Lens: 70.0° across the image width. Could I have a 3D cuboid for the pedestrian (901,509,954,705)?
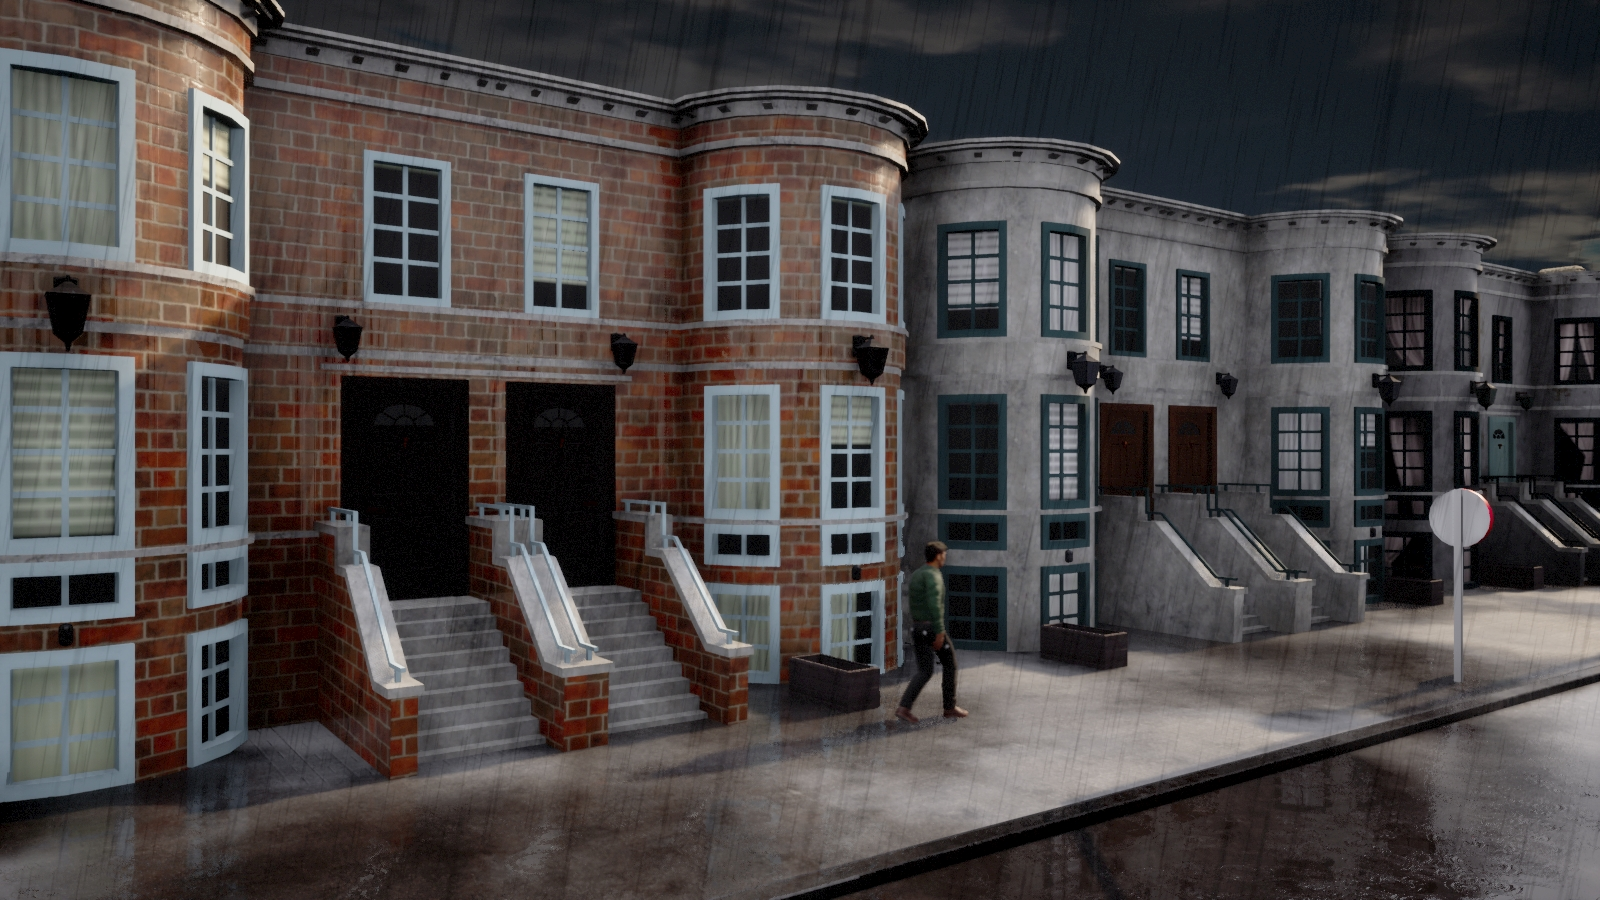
[{"bbox_3d":[1.257,1.524,11.248,0.375,1.860,0.375,0,0,-27],"label":"pedestrian"}]
